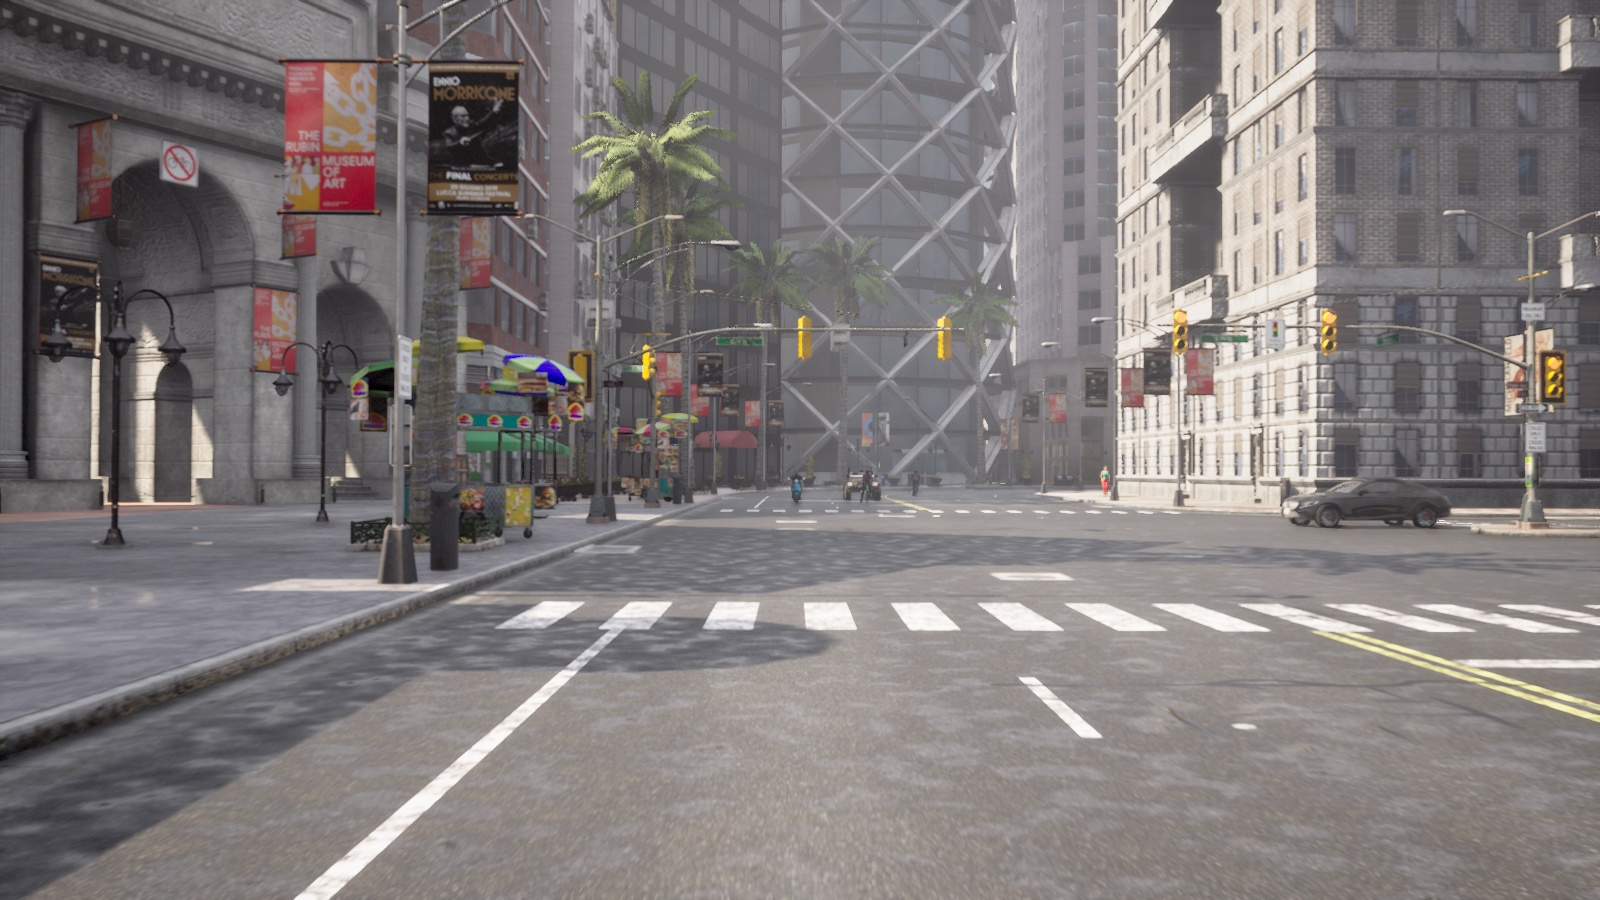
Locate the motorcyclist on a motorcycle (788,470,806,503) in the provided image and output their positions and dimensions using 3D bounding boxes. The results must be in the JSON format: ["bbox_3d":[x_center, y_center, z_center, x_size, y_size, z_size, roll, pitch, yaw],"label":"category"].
[{"bbox_3d":[-0.160,1.795,61.573,0.866,1.590,1.817,0,-1,0],"label":"motorcyclist on a motorcycle"}]

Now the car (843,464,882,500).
[{"bbox_3d":[3.337,1.729,67.940,1.905,1.878,3.866,0,-1,0],"label":"car"}]

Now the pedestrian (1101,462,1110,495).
[{"bbox_3d":[17.142,1.578,70.492,0.345,1.836,0.594,0,-1,2],"label":"pedestrian"}]

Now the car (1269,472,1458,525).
[{"bbox_3d":[16.236,1.380,36.283,4.674,1.442,1.812,0,-1,-4],"label":"car"}]
